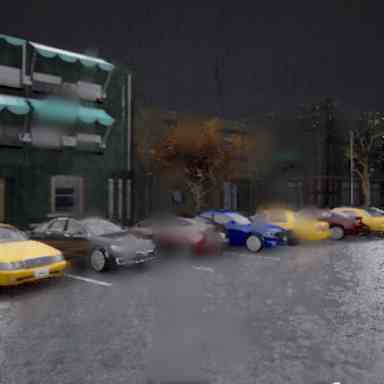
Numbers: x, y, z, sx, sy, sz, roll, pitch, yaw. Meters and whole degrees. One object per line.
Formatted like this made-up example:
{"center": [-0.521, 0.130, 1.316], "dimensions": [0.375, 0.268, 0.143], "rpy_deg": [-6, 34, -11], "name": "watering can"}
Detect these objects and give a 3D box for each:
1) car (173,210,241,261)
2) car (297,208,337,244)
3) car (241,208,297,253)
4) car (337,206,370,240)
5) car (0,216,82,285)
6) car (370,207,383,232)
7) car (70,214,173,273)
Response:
{"center": [-0.910, 1.559, 12.483], "dimensions": [4.792, 1.488, 2.163], "rpy_deg": [-1, -1, 35], "name": "car"}
{"center": [3.781, 1.569, 16.002], "dimensions": [5.366, 1.575, 1.946], "rpy_deg": [-1, -1, 35], "name": "car"}
{"center": [1.523, 1.549, 14.181], "dimensions": [5.008, 1.535, 2.097], "rpy_deg": [-1, -1, 35], "name": "car"}
{"center": [6.352, 1.589, 17.622], "dimensions": [5.008, 1.535, 2.097], "rpy_deg": [-1, -1, 34], "name": "car"}
{"center": [-5.548, 1.485, 8.943], "dimensions": [5.366, 1.575, 1.946], "rpy_deg": [-1, -1, 34], "name": "car"}
{"center": [8.602, 1.608, 19.433], "dimensions": [5.366, 1.575, 1.946], "rpy_deg": [-1, -1, 35], "name": "car"}
{"center": [-3.299, 1.511, 10.755], "dimensions": [4.892, 1.521, 2.231], "rpy_deg": [-1, -1, 35], "name": "car"}
